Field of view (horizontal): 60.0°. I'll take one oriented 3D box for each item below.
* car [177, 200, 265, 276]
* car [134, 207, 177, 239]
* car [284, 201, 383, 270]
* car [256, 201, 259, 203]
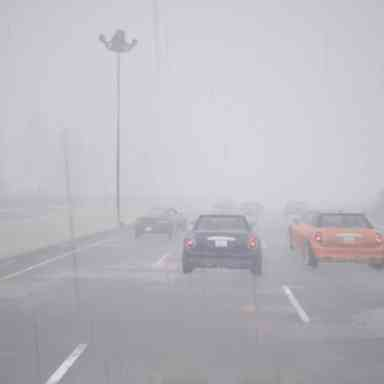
[{"bbox_3d":[0.990,1.323,10.568,2.097,1.767,4.553,0,0,7],"label":"car"},{"bbox_3d":[-1.502,1.467,17.065,1.812,1.442,4.674,0,0,11],"label":"car"},{"bbox_3d":[4.617,1.334,11.278,2.097,1.767,4.553,0,0,8],"label":"car"},{"bbox_3d":[5.004,1.479,28.206,2.033,1.411,5.357,0,0,19],"label":"car"}]
